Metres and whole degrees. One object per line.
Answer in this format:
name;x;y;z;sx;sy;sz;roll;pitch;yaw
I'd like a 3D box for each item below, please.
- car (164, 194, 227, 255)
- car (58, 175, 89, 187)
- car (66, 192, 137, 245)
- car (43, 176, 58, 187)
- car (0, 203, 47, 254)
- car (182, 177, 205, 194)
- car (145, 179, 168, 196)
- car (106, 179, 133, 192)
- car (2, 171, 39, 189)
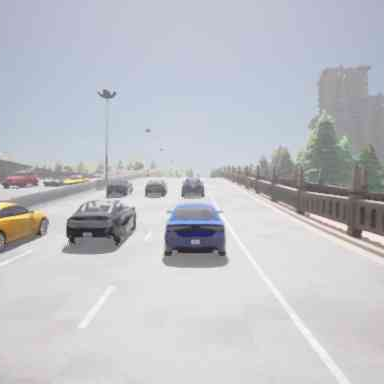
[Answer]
car;0.096;1.106;11.742;1.882;1.535;5.008;0;3;0
car;-14.099;-1.258;40.608;1.882;1.535;5.008;0;5;0
car;-3.405;1.035;13.247;2.128;1.511;4.902;0;3;0
car;-17.594;-1.369;43.304;1.895;1.301;4.718;0;5;0
car;-6.904;1.104;11.777;1.882;1.535;5.008;0;3;0
car;0.091;-0.625;31.856;2.097;1.767;4.553;0;5;0
car;-3.409;-0.514;32.196;2.128;1.511;4.902;0;5;0
car;-6.909;-0.485;32.019;1.837;1.490;4.892;0;5;0
car;-21.095;-1.561;41.163;2.150;2.045;5.566;0;5;0
